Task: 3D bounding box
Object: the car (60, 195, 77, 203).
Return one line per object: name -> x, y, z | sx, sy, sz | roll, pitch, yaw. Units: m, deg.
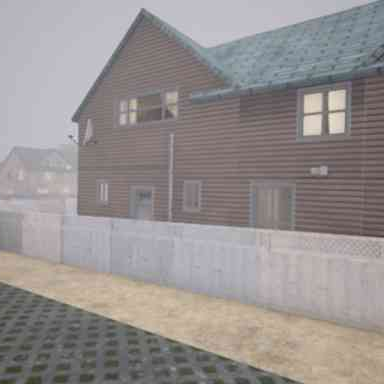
car -> -14.764, 1.170, 39.918 | 2.097, 1.767, 4.553 | 2, 1, 36
